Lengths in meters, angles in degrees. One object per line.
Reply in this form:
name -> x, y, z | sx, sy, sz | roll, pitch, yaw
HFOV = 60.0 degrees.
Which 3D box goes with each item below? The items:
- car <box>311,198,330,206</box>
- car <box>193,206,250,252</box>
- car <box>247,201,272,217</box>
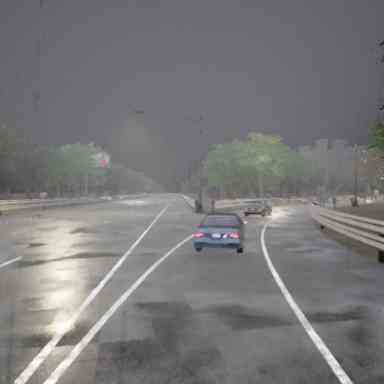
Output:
car -> 21.922, 1.625, 56.457 | 2.033, 1.411, 5.357 | 0, 0, 41
car -> 1.281, 1.560, 13.986 | 2.033, 1.411, 5.357 | 0, 0, 10
car -> 6.304, 1.588, 31.496 | 2.033, 1.411, 5.357 | 0, 0, 23
